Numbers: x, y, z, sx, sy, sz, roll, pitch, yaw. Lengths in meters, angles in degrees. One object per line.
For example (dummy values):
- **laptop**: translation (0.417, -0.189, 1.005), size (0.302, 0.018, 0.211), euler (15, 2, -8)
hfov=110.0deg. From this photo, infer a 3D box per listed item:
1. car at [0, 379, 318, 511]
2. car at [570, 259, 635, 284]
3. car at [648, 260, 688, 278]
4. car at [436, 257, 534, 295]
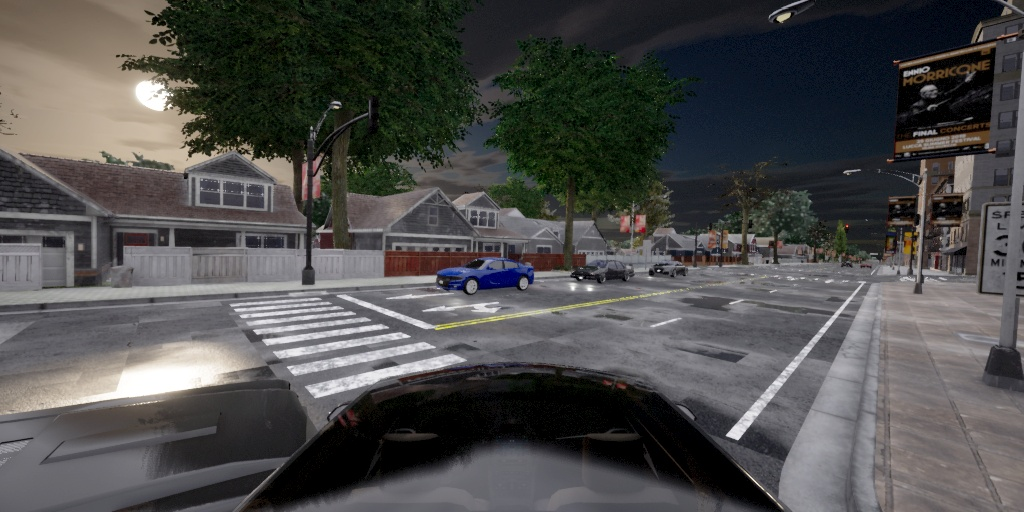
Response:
- **car**: translation (-3.311, 1.288, 1.289), size (4.718, 1.301, 1.895), euler (1, 2, -34)
- **car**: translation (6.063, 0.940, 23.389), size (5.357, 1.411, 2.033), euler (0, 2, -44)
- **car**: translation (13.264, 1.017, 30.307), size (4.181, 1.385, 1.994), euler (0, 2, -44)
- **car**: translation (-1.107, 0.812, 16.473), size (5.008, 1.535, 1.882), euler (0, 2, -44)
